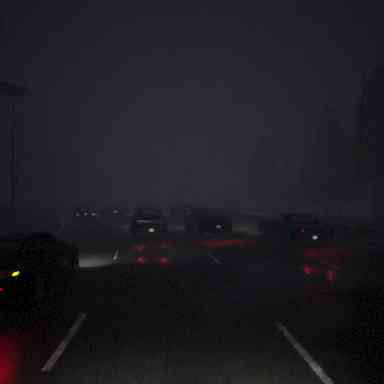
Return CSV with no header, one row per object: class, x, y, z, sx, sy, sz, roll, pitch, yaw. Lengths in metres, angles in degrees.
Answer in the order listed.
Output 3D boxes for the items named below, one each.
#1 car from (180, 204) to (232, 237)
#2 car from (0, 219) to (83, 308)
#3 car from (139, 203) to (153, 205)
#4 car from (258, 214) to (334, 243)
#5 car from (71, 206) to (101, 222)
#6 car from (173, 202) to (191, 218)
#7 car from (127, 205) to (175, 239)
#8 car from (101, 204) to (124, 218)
car,0.832,1.688,19.734,1.882,1.535,5.008,0,-1,-13
car,-4.121,1.630,7.980,1.812,1.442,4.674,0,-1,-5
car,-5.116,1.939,36.282,1.812,1.442,4.674,0,-1,-25
car,5.052,1.764,17.034,1.895,1.301,4.718,0,-1,-12
car,-9.641,1.907,29.491,2.033,1.411,5.357,0,-1,-22
car,-1.074,1.896,35.802,1.837,1.490,4.892,0,-1,-24
car,-2.556,1.707,18.904,2.128,1.511,4.902,0,-1,-13
car,-8.602,1.983,35.450,1.994,1.385,4.181,0,-1,-25
